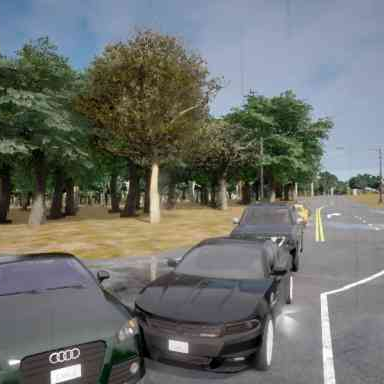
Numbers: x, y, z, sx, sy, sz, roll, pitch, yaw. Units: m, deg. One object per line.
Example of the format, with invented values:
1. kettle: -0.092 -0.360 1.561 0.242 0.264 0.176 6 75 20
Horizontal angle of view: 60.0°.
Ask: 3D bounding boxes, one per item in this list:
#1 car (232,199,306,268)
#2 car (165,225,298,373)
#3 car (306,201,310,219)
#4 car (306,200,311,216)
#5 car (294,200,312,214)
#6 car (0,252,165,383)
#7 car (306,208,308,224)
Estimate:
1. car: 2.887 1.458 12.343 2.150 2.045 5.566 -2 0 21
2. car: 0.754 1.612 6.206 1.882 1.535 5.008 -1 -2 21
3. car: 7.285 1.661 23.992 1.882 1.535 5.008 -1 0 21
4. car: 9.354 1.721 29.493 1.812 1.442 4.674 -1 0 21
5. car: 13.398 1.743 40.070 1.812 1.442 4.674 -1 0 21
6. car: -2.294 1.642 4.914 1.994 1.385 4.181 1 -2 -33
7. car: 5.125 1.772 18.242 1.895 1.301 4.718 -1 0 21
